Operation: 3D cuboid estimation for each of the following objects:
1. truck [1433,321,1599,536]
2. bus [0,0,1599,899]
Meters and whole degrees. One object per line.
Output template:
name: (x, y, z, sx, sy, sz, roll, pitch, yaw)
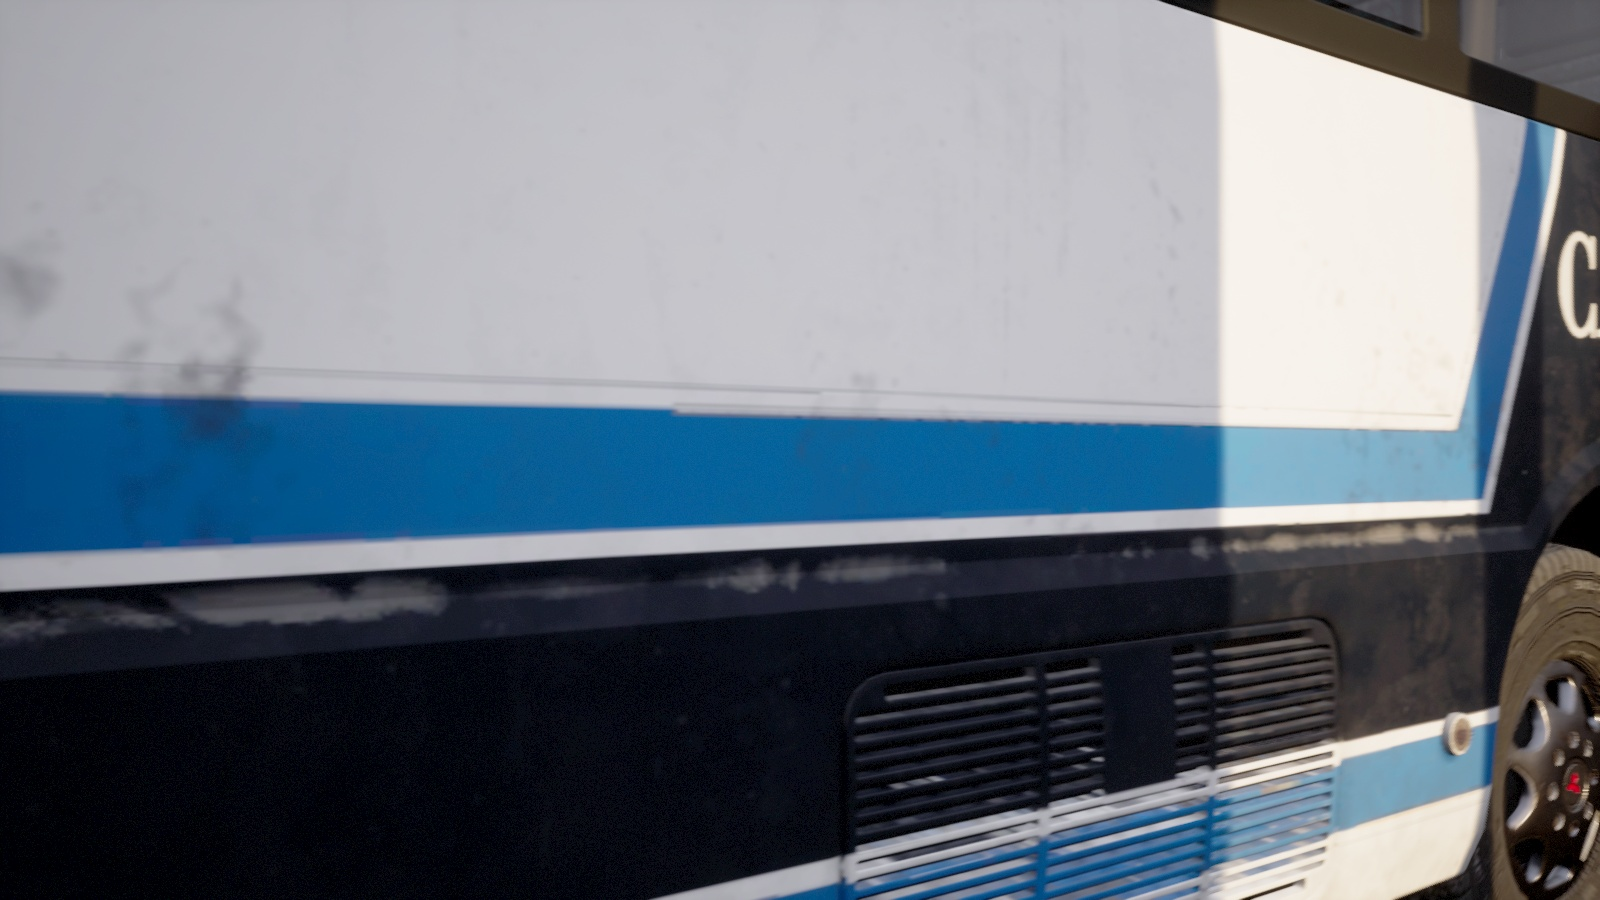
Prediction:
truck: (16.973, -0.398, 23.831, 8.468, 3.827, 2.891, 0, 0, 0)
bus: (-1.033, -0.622, 2.943, 10.273, 4.253, 3.944, 0, 0, -35)
